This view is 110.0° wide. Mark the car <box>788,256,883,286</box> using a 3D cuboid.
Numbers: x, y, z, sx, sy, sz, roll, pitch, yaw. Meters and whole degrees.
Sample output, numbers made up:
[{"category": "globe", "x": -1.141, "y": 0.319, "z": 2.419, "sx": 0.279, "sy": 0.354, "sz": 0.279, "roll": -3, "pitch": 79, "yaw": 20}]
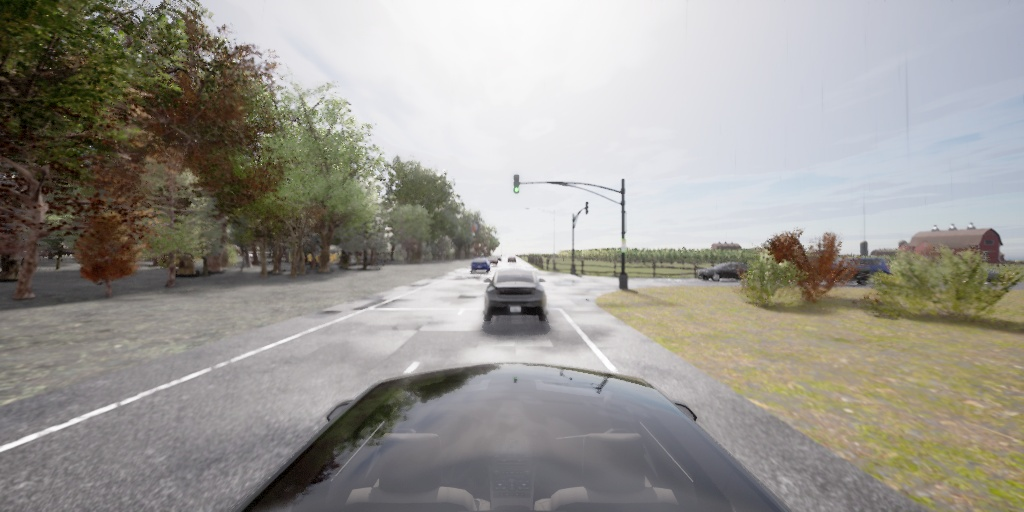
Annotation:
[{"category": "car", "x": 22.935, "y": 1.053, "z": 26.118, "sx": 5.566, "sy": 2.045, "sz": 2.150, "roll": 1, "pitch": 0, "yaw": 2}]

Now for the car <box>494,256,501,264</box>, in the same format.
[{"category": "car", "x": -3.417, "y": 0.937, "z": 63.964, "sx": 1.895, "sy": 1.301, "sz": 4.718, "roll": 0, "pitch": 0, "yaw": 0}]

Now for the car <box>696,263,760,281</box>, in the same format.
[{"category": "car", "x": 17.981, "y": 1.320, "z": 29.804, "sx": 4.892, "sy": 1.490, "sz": 1.837, "roll": 1, "pitch": -1, "yaw": 1}]

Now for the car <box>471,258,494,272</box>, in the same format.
[{"category": "car", "x": -3.409, "y": 0.977, "z": 39.951, "sx": 1.882, "sy": 1.535, "sz": 5.008, "roll": 0, "pitch": 0, "yaw": 0}]

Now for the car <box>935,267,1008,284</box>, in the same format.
[{"category": "car", "x": 37.977, "y": 1.598, "z": 29.677, "sx": 4.181, "sy": 1.385, "sz": 1.994, "roll": 1, "pitch": -1, "yaw": 1}]

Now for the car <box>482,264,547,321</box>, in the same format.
[{"category": "car", "x": 0.099, "y": 1.188, "z": 12.142, "sx": 1.837, "sy": 1.490, "sz": 4.892, "roll": 0, "pitch": 0, "yaw": 0}]

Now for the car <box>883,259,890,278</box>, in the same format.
[{"category": "car", "x": 27.872, "y": 1.144, "z": 29.744, "sx": 5.566, "sy": 2.045, "sz": 2.150, "roll": 1, "pitch": -1, "yaw": 0}]
